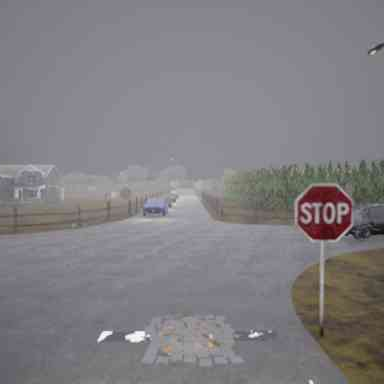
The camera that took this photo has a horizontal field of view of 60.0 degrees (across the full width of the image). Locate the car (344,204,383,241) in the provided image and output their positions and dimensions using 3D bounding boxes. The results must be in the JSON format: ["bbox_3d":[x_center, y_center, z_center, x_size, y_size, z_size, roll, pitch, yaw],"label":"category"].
[{"bbox_3d":[8.131,1.216,14.342,5.357,1.411,2.033,-2,0,-4],"label":"car"}]

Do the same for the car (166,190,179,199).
[{"bbox_3d":[-3.463,0.452,61.396,2.128,1.511,4.902,0,2,0],"label":"car"}]

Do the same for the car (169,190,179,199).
[{"bbox_3d":[-3.358,0.874,49.331,1.994,1.385,4.181,0,2,0],"label":"car"}]

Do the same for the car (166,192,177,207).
[{"bbox_3d":[-3.259,1.114,39.309,2.033,1.411,5.357,0,1,-1],"label":"car"}]

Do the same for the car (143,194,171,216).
[{"bbox_3d":[-3.158,1.223,29.476,1.882,1.535,5.008,0,1,-1],"label":"car"}]
